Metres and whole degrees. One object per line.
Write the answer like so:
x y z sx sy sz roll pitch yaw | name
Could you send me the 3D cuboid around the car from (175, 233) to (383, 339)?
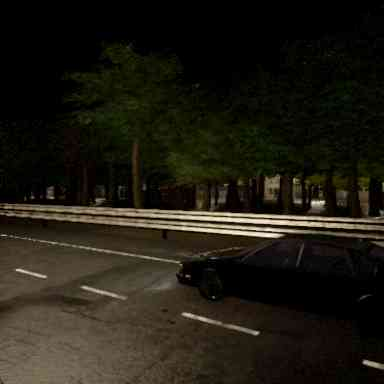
2.249 1.548 6.563 5.357 1.411 2.033 0 0 36 | car
